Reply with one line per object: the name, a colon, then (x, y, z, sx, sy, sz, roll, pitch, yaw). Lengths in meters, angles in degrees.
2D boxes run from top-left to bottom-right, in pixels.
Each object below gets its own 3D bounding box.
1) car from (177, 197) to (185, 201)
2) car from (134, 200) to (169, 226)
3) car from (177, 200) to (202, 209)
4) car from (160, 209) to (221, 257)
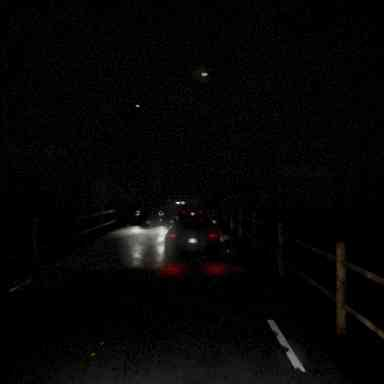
car: (-2.786, 1.938, 83.443, 1.994, 1.385, 4.181, 0, 0, 0)
car: (-2.807, 1.409, 23.859, 2.097, 1.767, 4.553, 0, 0, 0)
car: (-0.075, 1.632, 26.877, 1.994, 1.385, 4.181, 0, 0, -3)
car: (0.039, 1.589, 13.007, 1.994, 1.385, 4.181, 0, 0, 1)
